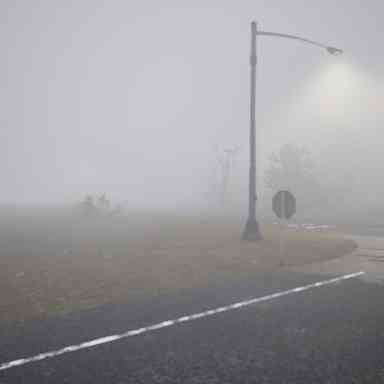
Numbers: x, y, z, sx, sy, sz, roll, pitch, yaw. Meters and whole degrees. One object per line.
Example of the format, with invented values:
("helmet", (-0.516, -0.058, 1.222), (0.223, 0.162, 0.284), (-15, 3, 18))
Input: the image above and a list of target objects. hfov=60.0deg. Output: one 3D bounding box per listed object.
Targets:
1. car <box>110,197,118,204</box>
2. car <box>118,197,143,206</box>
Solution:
("car", (-14.150, 1.585, 62.463), (2.033, 1.411, 5.357), (1, 0, -34))
("car", (-10.153, 1.597, 56.552), (2.033, 1.411, 5.357), (1, 0, -33))
